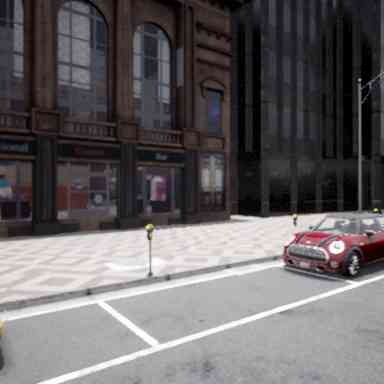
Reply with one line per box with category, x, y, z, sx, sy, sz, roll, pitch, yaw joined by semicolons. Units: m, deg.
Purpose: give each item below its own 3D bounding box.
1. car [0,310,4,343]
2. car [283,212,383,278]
car;-4.674;1.538;3.312;4.829;1.417;1.752;0;0;-35
car;4.589;1.383;9.913;4.097;1.590;1.967;0;0;-35
